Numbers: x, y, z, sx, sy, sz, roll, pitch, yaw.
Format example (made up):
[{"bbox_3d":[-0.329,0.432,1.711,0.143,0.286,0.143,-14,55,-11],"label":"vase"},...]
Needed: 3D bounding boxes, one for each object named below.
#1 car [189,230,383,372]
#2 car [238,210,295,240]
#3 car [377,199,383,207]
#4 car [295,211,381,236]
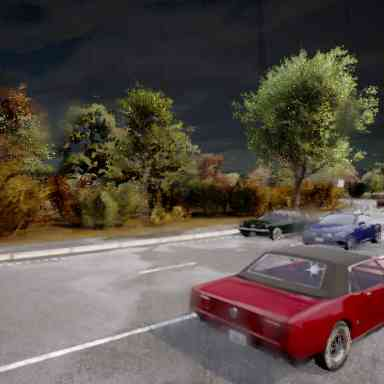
[{"bbox_3d":[2.339,1.613,5.711,4.718,1.301,1.895,0,0,-38],"label":"car"},{"bbox_3d":[4.448,1.633,16.990,4.718,1.301,1.895,0,0,-43],"label":"car"},{"bbox_3d":[28.982,1.642,50.055,1.895,1.301,4.718,0,0,27],"label":"car"},{"bbox_3d":[6.523,1.549,14.193,4.674,1.442,1.812,0,0,-43],"label":"car"}]
